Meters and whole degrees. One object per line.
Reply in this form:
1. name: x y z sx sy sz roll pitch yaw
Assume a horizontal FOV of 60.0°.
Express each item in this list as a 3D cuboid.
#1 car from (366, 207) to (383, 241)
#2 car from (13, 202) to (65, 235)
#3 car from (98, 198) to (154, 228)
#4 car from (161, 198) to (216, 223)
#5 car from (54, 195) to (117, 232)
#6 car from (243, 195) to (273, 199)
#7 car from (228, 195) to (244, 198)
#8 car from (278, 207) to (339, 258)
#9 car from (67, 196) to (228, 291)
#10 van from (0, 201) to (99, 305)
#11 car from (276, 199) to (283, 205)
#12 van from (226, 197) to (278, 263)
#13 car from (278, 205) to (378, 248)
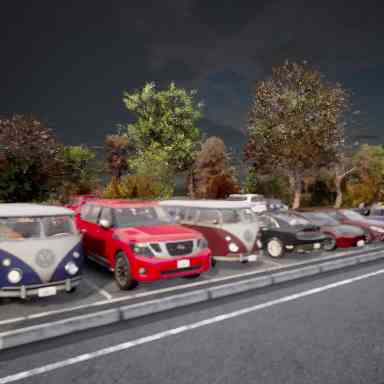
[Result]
1. car: 7.285 1.549 16.213 2.002 1.452 4.674 0 0 -35
2. car: -9.572 1.517 20.532 1.946 1.575 5.366 0 0 -35
3. car: -4.799 1.388 23.644 2.185 1.767 4.553 0 0 -35
4. car: -0.390 1.383 26.840 2.185 1.767 4.553 0 0 -35
5. car: -7.208 1.265 22.012 2.435 2.045 5.566 0 0 -35
6. car: 4.260 1.251 30.128 2.435 2.045 5.566 0 0 -35
7. car: 1.883 1.380 28.449 2.185 1.767 4.553 0 0 -35
8. car: 2.746 1.515 12.990 2.231 1.521 4.892 0 0 -35
9. car: -1.785 1.269 9.757 2.435 2.045 5.566 0 0 -35
10. van: -4.006 1.297 8.077 1.878 1.987 4.442 0 0 -35
11. car: 6.569 1.374 31.688 2.185 1.767 4.553 0 0 -35
12. van: 0.436 1.291 11.221 1.878 1.987 4.442 0 0 -35
13. car: 5.031 1.541 14.579 2.163 1.488 4.792 0 0 -35
